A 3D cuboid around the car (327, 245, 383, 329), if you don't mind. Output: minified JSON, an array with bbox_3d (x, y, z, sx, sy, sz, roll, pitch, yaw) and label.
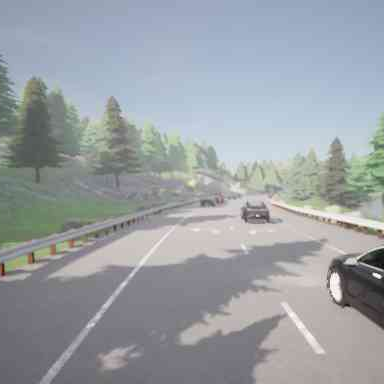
[{"bbox_3d":[3.698,1.490,5.021,1.837,1.490,4.892,0,0,1],"label":"car"}]

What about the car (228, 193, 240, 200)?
[{"bbox_3d":[9.511,1.096,79.374,2.128,1.511,4.902,0,0,12],"label":"car"}]

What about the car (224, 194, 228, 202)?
[{"bbox_3d":[4.899,0.996,62.350,2.150,2.045,5.566,0,0,11],"label":"car"}]

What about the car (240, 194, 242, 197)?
[{"bbox_3d":[13.016,1.027,94.673,1.882,1.535,5.008,0,0,14],"label":"car"}]

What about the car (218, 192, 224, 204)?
[{"bbox_3d":[3.831,1.270,56.428,1.882,1.535,5.008,0,0,10],"label":"car"}]

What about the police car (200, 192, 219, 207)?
[{"bbox_3d":[2.307,1.252,46.677,1.930,1.638,5.238,0,0,8],"label":"police car"}]

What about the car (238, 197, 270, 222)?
[{"bbox_3d":[4.658,1.402,25.013,2.128,1.511,4.902,0,0,4],"label":"car"}]
